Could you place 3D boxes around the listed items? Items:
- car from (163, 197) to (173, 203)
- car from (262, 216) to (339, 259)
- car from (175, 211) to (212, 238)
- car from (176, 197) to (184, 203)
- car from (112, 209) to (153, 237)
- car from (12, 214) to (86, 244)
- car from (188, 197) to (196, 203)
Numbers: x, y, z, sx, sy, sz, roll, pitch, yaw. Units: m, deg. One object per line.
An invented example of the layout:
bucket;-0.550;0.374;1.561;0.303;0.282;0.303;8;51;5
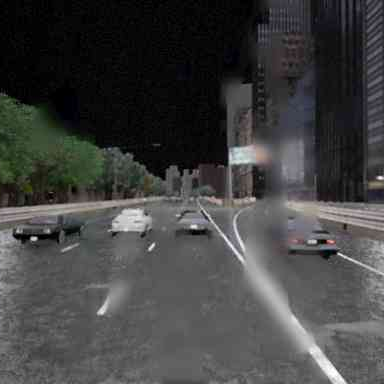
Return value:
car;-7.022;2.142;93.730;2.097;1.767;4.553;0;0;0
car;4.041;1.683;13.253;2.033;1.411;5.357;0;-1;4
car;0.097;1.758;19.003;1.994;1.385;4.181;0;-1;0
car;-3.521;2.144;93.765;2.097;1.767;4.553;0;0;0
car;-3.403;1.724;19.474;1.812;1.442;4.674;0;-1;0
car;-6.910;1.772;16.751;1.895;1.301;4.718;0;-1;0
car;-0.021;2.341;93.760;1.994;1.385;4.181;0;0;0
